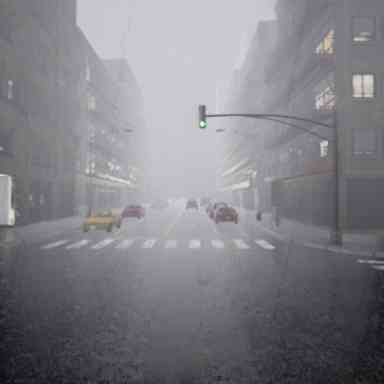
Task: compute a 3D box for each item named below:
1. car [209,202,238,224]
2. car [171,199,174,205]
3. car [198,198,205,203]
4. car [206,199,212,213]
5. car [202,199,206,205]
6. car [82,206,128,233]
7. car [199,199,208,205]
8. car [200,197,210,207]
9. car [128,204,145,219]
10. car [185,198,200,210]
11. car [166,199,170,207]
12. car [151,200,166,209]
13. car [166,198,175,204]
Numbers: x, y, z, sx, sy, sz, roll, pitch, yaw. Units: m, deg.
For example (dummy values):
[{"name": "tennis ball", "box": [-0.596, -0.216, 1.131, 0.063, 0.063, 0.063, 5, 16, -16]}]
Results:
[{"name": "car", "box": [2.690, 1.814, 27.207, 1.887, 1.381, 4.507, 1, -1, 0]}, {"name": "car", "box": [-5.705, 2.346, 82.280, 1.752, 1.417, 4.829, 1, -1, 0]}, {"name": "car", "box": [2.674, 2.376, 93.487, 1.967, 1.590, 4.097, 1, -1, 0]}, {"name": "car", "box": [2.690, 1.764, 32.732, 1.967, 1.590, 4.097, 1, -1, 0]}, {"name": "car", "box": [2.685, 2.015, 43.777, 1.802, 1.307, 4.206, 1, -1, 0]}, {"name": "car", "box": [-5.689, 1.738, 21.526, 1.752, 1.417, 4.829, 1, -1, 0]}, {"name": "car", "box": [2.677, 2.332, 76.915, 1.947, 1.339, 4.313, 1, -1, 0]}, {"name": "car", "box": [2.682, 1.970, 65.873, 2.192, 1.841, 5.009, 1, -1, 0]}, {"name": "car", "box": [-5.692, 1.868, 32.742, 1.887, 1.381, 4.507, 1, -1, 0]}, {"name": "car", "box": [-0.013, 2.031, 53.050, 1.837, 1.490, 4.892, 0, -1, 0]}, {"name": "car", "box": [-5.700, 2.150, 60.358, 2.008, 1.369, 4.403, 1, -1, 0]}, {"name": "car", "box": [-5.698, 2.067, 54.665, 1.752, 1.417, 4.829, 1, -1, 0]}, {"name": "car", "box": [-5.707, 2.430, 87.973, 2.008, 1.369, 4.403, 1, -1, 0]}]
